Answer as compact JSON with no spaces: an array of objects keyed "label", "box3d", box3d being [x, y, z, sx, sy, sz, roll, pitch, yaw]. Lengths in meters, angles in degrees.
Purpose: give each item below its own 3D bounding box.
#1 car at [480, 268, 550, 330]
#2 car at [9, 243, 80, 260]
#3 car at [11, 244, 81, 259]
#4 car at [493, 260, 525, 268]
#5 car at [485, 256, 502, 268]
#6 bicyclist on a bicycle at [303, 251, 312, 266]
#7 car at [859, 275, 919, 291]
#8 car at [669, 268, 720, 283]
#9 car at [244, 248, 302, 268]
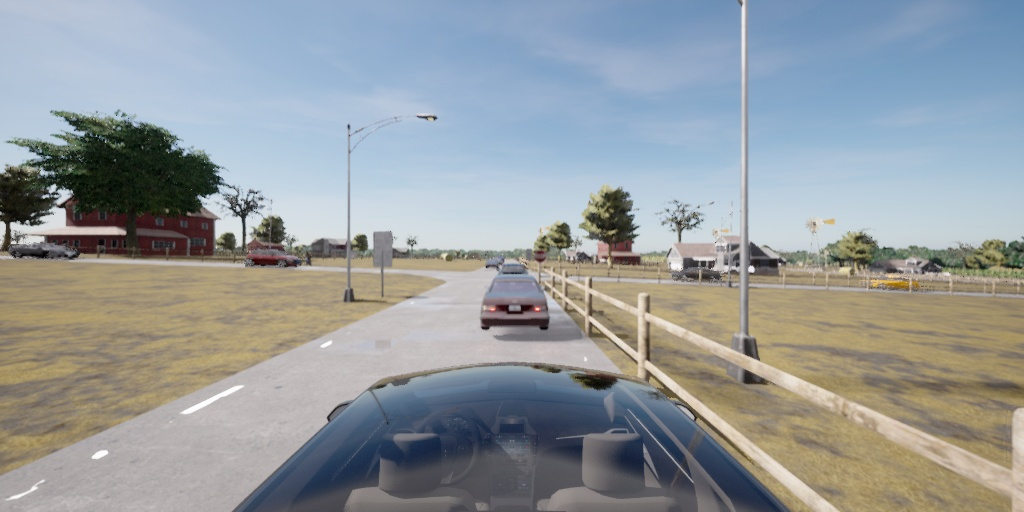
[{"label":"car","box3d":[0.077,1.262,10.947,2.033,1.411,5.357,0,0,0]},{"label":"car","box3d":[-44.061,-0.440,33.805,4.902,1.511,2.128,2,0,0]},{"label":"car","box3d":[-47.566,-0.460,36.663,4.718,1.301,1.895,2,0,0]},{"label":"car","box3d":[0.101,1.191,21.586,1.837,1.490,4.892,0,0,2]},{"label":"car","box3d":[-2.906,1.163,52.572,2.033,1.411,5.357,0,0,0]},{"label":"bicyclist on a bicycle","box3d":[-22.668,0.291,39.813,0.582,1.620,1.656,2,0,0]},{"label":"car","box3d":[38.731,2.730,36.920,5.008,1.535,1.882,2,0,0]},{"label":"car","box3d":[18.724,1.937,36.886,4.892,1.490,1.837,2,0,0]},{"label":"car","box3d":[-22.434,0.201,33.828,4.553,1.767,2.097,2,0,0]}]
